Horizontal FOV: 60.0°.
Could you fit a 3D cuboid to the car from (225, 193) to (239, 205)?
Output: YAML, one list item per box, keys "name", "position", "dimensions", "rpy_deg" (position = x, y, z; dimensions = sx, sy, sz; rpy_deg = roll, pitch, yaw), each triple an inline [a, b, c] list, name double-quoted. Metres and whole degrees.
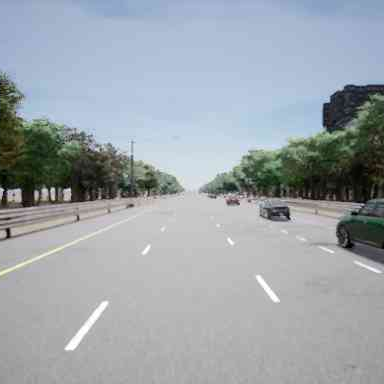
- name: "car"
  position: [7.044, 1.386, 58.714]
  dimensions: [2.097, 1.767, 4.553]
  rpy_deg: [0, 0, 0]

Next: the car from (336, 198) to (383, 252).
- name: "car"
  position: [6.995, 1.222, 11.320]
  dimensions: [2.150, 2.045, 5.566]
  rpy_deg: [0, 0, 0]

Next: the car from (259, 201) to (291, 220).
- name: "car"
  position: [6.990, 1.509, 28.415]
  dimensions: [1.837, 1.490, 4.892]
  rpy_deg: [0, 0, 0]
